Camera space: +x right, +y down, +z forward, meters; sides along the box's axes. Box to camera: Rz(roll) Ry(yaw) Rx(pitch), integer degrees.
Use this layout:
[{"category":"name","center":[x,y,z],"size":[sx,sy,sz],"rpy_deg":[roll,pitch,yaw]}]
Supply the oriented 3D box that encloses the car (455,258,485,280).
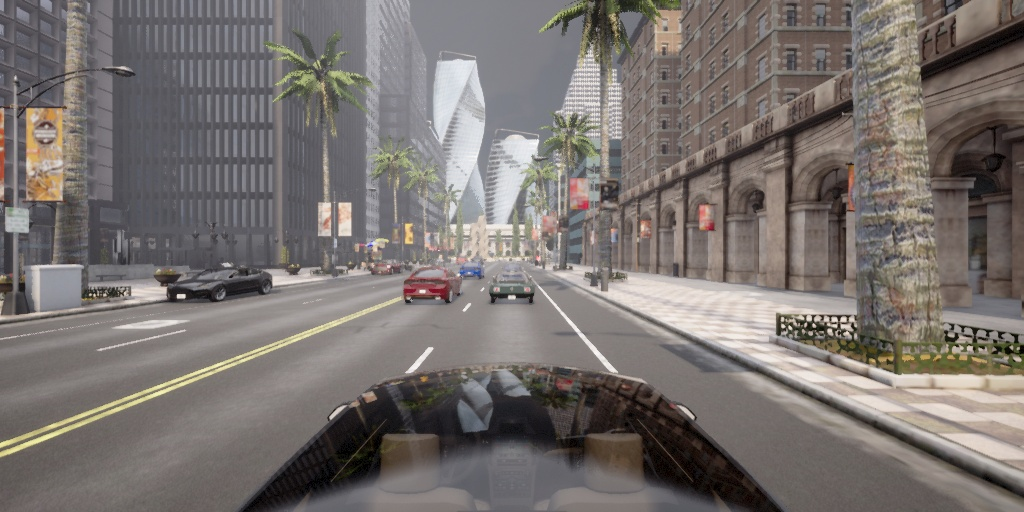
[{"category":"car","center":[-3.465,1.232,31.494],"size":[1.882,1.535,5.008],"rpy_deg":[0,0,0]}]

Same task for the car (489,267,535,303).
[{"category":"car","center":[0.000,1.366,16.530],"size":[1.895,1.301,4.718],"rpy_deg":[0,0,0]}]

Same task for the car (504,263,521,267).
[{"category":"car","center":[0.033,1.313,31.483],"size":[2.033,1.411,5.357],"rpy_deg":[0,0,0]}]

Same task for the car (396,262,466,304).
[{"category":"car","center":[-3.500,1.235,16.500],"size":[1.882,1.535,5.008],"rpy_deg":[0,0,0]}]
